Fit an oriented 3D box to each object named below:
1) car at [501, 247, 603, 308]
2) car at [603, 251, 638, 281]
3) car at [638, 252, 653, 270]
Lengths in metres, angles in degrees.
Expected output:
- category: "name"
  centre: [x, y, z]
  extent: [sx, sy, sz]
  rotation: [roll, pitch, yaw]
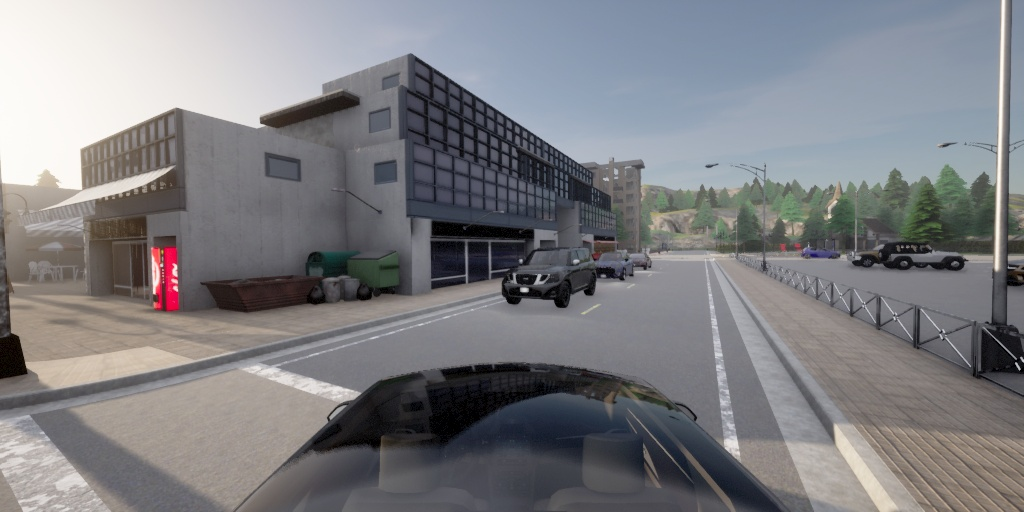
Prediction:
- category: "car"
  centre: [1.697, 0.670, 14.007]
  extent: [2.150, 2.045, 5.566]
  rotation: [0, 2, 28]
- category: "car"
  centre: [6.333, 0.521, 22.682]
  extent: [2.097, 1.767, 4.553]
  rotation: [0, 2, 28]
- category: "car"
  centre: [11.160, 0.406, 31.704]
  extent: [1.812, 1.442, 4.674]
  rotation: [0, 2, 28]
